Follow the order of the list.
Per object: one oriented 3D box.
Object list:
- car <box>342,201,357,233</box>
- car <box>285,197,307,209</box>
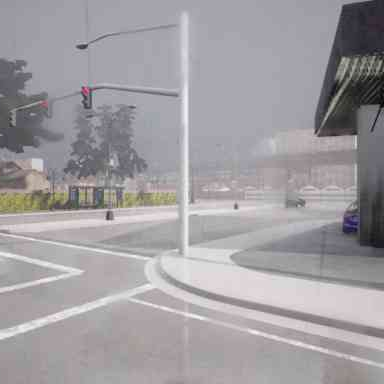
[{"bbox_3d":[9.530,1.295,17.671,2.242,1.667,4.611,0,0,37],"label":"car"},{"bbox_3d":[14.526,1.505,46.567,1.837,1.490,4.892,0,0,36],"label":"car"}]
